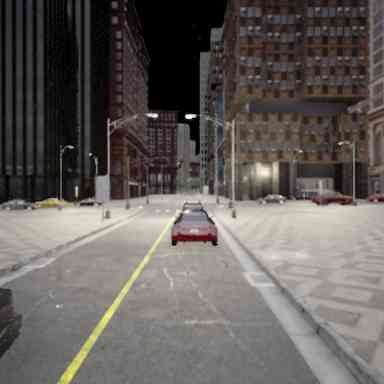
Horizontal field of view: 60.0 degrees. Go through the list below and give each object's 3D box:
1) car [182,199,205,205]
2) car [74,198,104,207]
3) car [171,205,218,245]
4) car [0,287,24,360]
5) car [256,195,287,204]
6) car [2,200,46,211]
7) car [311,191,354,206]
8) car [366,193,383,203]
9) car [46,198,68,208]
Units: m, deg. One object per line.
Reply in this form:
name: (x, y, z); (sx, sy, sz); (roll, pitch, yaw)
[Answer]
car: (0.117, 1.334, 30.061); (2.128, 1.511, 4.902); (0, 0, 1)
car: (-15.141, 1.519, 49.155); (4.313, 1.339, 1.947); (-1, 1, 0)
car: (0.099, 1.484, 15.031); (1.994, 1.385, 4.181); (0, 0, 0)
car: (-3.093, 1.536, 1.934); (2.033, 1.411, 5.357); (0, 0, 0)
car: (11.767, 1.110, 49.246); (4.403, 1.369, 2.008); (-1, 1, 0)
car: (-20.794, 1.631, 40.632); (4.403, 1.369, 2.008); (-1, 1, 0)
car: (17.211, 0.837, 40.717); (5.009, 1.841, 2.192); (-1, 1, 0)
car: (28.143, 0.881, 49.243); (4.507, 1.381, 1.887); (-1, 1, 0)
car: (-20.955, 1.569, 49.155); (4.829, 1.417, 1.752); (-1, 1, 0)
